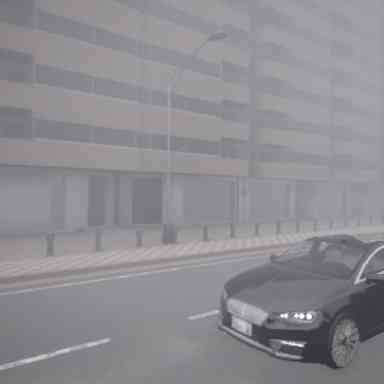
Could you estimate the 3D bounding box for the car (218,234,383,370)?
[{"bbox_3d":[2.663,1.553,5.875,4.902,1.511,2.128,1,0,-35],"label":"car"}]
